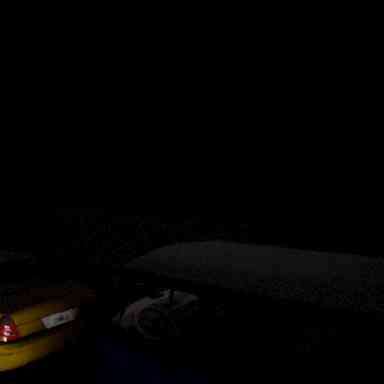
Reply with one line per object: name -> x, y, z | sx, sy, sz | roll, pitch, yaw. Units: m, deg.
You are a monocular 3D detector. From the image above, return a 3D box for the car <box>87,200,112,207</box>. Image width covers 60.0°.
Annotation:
car -> -19.221, 2.355, 69.499 | 1.837, 1.490, 4.892 | 0, -1, 36

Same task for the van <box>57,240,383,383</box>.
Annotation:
van -> 1.049, 1.341, 2.217 | 3.998, 1.788, 1.690 | 0, 0, 35

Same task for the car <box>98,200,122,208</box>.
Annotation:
car -> -16.581, 2.374, 67.603 | 1.812, 1.442, 4.674 | 0, -1, 36

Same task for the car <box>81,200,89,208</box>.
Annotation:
car -> -17.716, 2.223, 60.448 | 2.128, 1.511, 4.902 | 0, -1, 36

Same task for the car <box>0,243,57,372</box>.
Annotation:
car -> -3.497, 1.520, 5.458 | 4.829, 1.417, 1.752 | 0, 0, 35

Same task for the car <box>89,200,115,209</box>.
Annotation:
car -> -15.075, 2.240, 58.552 | 1.837, 1.490, 4.892 | 0, -1, 36
